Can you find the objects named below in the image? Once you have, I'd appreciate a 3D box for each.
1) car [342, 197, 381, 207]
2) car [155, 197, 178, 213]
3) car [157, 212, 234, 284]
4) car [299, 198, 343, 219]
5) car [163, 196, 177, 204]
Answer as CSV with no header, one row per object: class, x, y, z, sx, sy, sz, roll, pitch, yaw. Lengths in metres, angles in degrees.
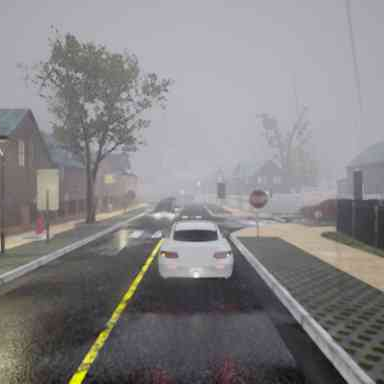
car,12.957,1.162,22.207,4.674,1.442,1.812,-1,0,-1
car,-2.867,1.523,36.129,1.994,1.385,4.181,0,0,0
car,0.091,1.519,9.407,1.812,1.442,4.674,0,0,0
car,10.579,1.168,24.904,5.008,1.535,1.882,-1,0,-3
car,-4.139,1.550,62.616,1.994,1.385,4.181,0,0,-12
